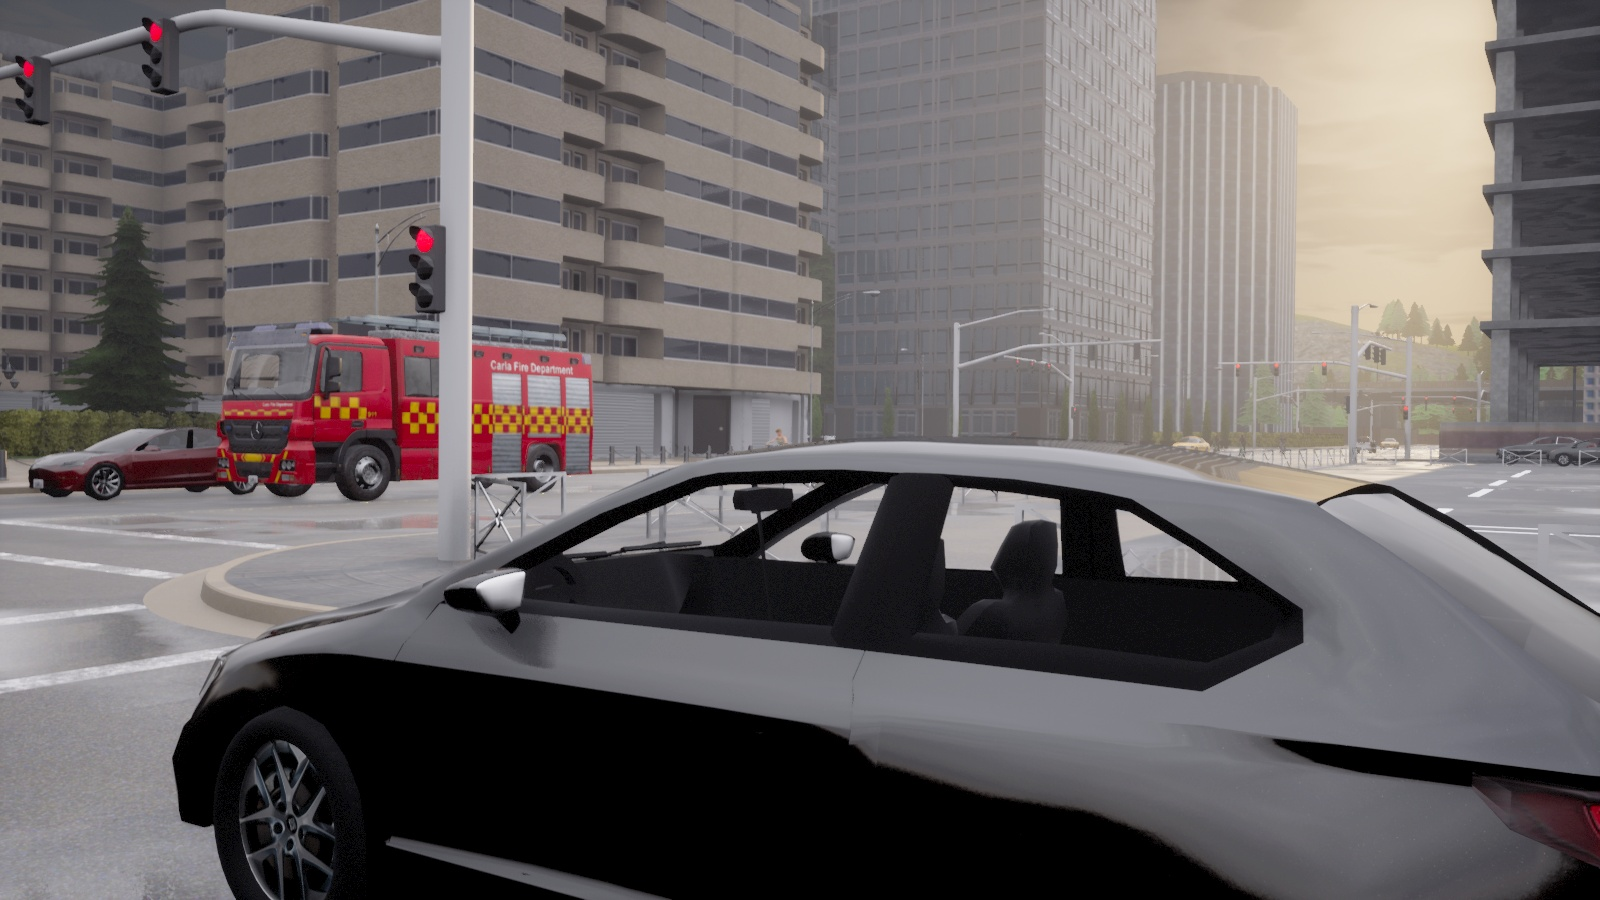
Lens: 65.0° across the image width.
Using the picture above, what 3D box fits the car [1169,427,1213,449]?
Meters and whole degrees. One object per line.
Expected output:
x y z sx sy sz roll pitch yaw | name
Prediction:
29.585 -0.905 94.939 1.801 1.575 5.366 0 1 32 | car

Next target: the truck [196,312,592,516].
-8.614 -0.747 28.003 2.891 3.827 8.468 0 1 32 | truck

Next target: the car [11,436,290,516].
-13.616 0.480 26.643 2.163 1.488 4.792 0 1 32 | car

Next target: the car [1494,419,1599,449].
41.957 -0.890 70.566 5.027 1.651 2.152 0 1 32 | car

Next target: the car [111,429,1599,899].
0.098 0.695 3.550 4.193 1.474 1.816 0 1 33 | car

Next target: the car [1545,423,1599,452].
42.050 -0.664 66.379 4.514 1.525 2.007 0 1 32 | car
